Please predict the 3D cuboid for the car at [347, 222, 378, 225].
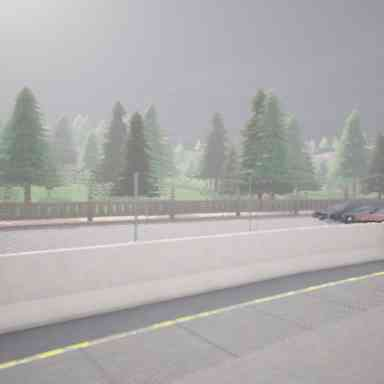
[{"bbox_3d":[11.175,1.484,18.137,5.008,1.535,1.882,0,0,-24],"label":"car"}]
